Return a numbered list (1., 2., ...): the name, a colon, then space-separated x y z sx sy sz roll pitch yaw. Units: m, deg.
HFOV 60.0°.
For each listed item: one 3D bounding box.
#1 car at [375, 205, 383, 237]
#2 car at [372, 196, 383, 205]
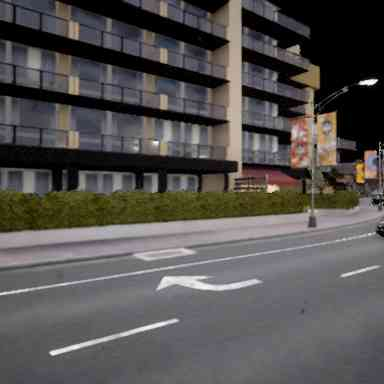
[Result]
1. car: 11.284 1.528 17.120 5.357 1.411 2.033 0 0 -43
2. car: 30.580 1.436 53.070 2.128 1.511 4.902 0 0 5
